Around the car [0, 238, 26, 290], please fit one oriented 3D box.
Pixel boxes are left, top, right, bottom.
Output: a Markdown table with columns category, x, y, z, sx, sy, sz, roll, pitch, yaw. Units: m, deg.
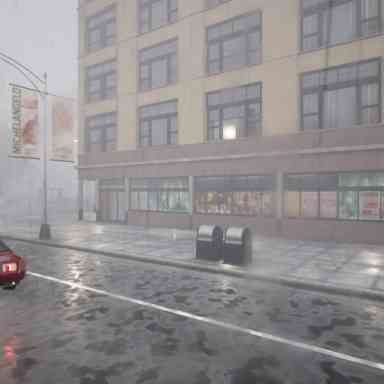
| category | x | y | z | sx | sy | sz | roll | pitch | yaw |
| --- | --- | --- | --- | --- | --- | --- | --- | --- | --- |
| car | -5.720 | 1.601 | 8.156 | 1.895 | 1.301 | 4.718 | 0 | 0 | -42 |
